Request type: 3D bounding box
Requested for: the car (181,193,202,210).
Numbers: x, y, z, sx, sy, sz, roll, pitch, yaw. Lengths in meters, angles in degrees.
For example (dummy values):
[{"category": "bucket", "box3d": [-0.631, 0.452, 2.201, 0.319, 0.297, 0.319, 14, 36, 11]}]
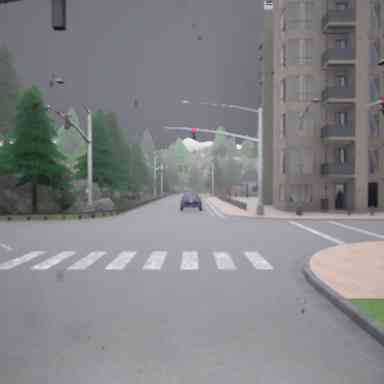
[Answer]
[{"category": "car", "box3d": [-0.066, 0.866, 34.278, 2.097, 1.767, 4.553, 0, 1, 0]}]
